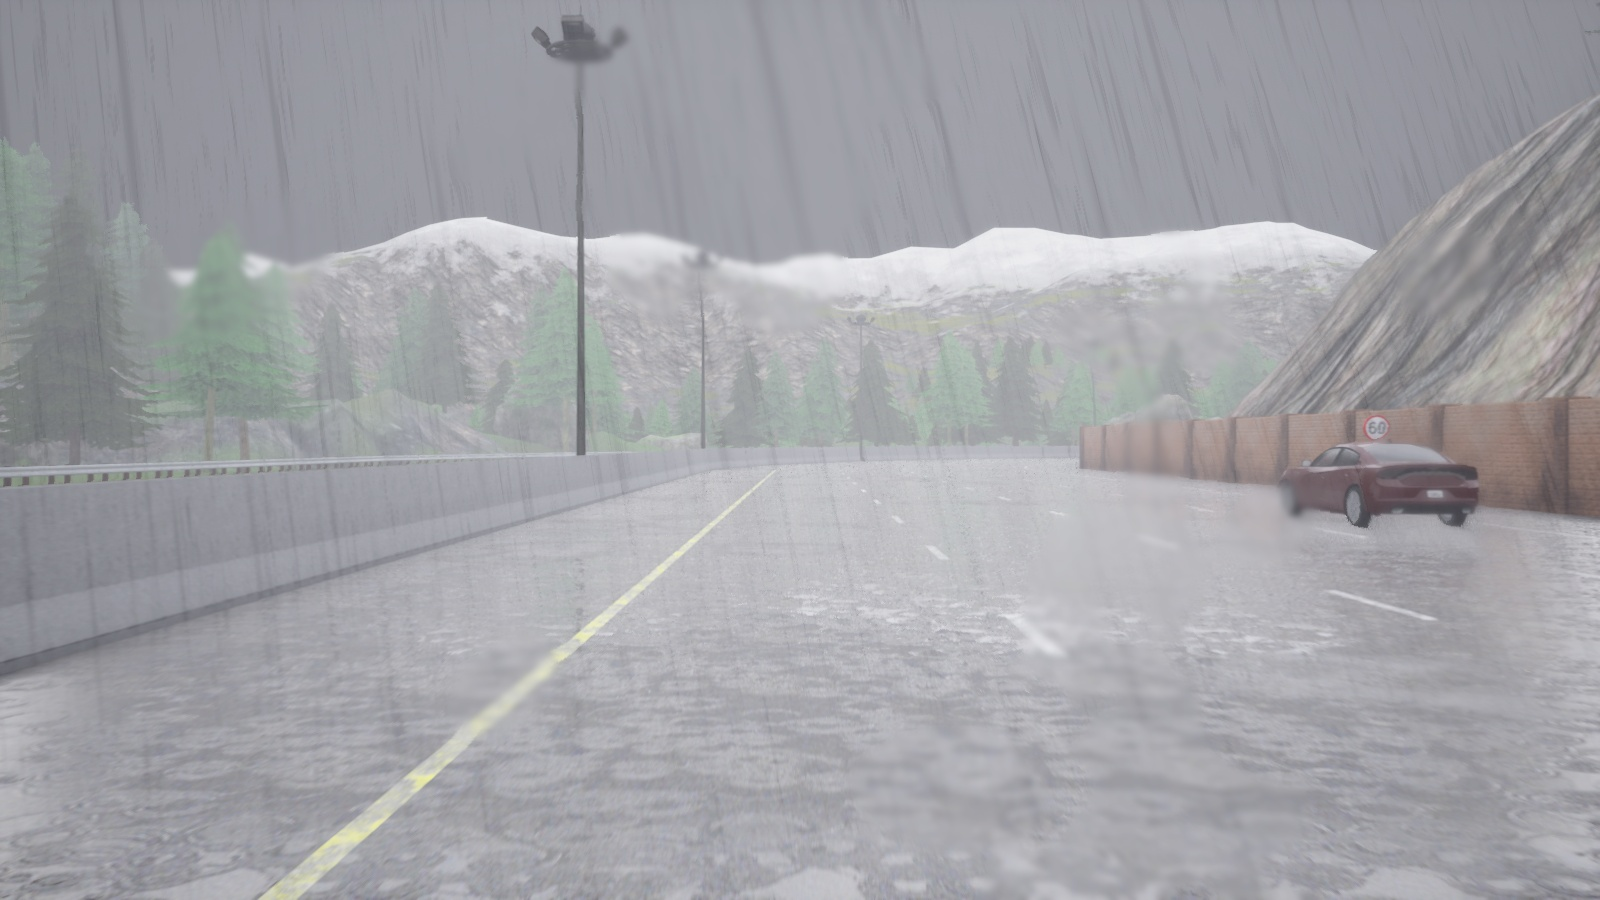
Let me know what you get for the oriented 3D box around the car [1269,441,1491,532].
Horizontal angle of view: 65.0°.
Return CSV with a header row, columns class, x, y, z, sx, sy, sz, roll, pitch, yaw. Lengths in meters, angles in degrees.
class,x,y,z,sx,sy,sz,roll,pitch,yaw
car,10.646,0.600,23.532,1.882,1.535,5.008,0,0,0
